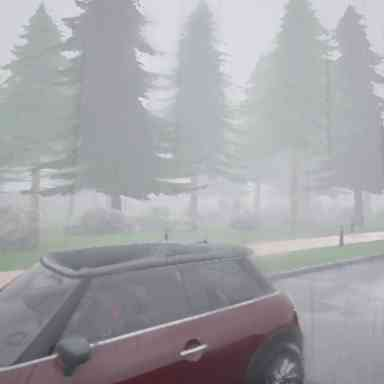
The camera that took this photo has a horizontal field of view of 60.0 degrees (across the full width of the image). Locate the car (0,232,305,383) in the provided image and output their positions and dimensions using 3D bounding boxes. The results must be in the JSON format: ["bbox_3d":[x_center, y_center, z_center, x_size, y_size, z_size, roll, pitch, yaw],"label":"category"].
[{"bbox_3d":[-0.992,1.363,3.257,4.553,1.767,2.097,1,0,-35],"label":"car"}]
